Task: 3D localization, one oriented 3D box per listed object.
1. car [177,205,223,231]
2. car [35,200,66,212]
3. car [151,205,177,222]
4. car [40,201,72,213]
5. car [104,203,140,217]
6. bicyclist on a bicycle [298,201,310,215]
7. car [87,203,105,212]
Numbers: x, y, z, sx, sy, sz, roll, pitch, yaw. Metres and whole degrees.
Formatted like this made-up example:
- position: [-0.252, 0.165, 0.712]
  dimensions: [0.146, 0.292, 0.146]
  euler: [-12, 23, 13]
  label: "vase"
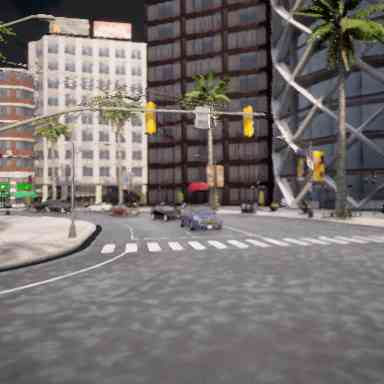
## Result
- position: [0.598, 1.722, 23.823]
  dimensions: [2.097, 1.767, 4.553]
  euler: [0, -1, -15]
  label: "car"
- position: [-24.197, 2.348, 57.348]
  dimensions: [5.566, 2.045, 2.150]
  euler: [-1, -1, 15]
  label: "car"
- position: [-2.416, 2.011, 32.516]
  dimensions: [1.882, 1.535, 5.008]
  euler: [0, -1, -29]
  label: "car"
- position: [-20.976, 2.529, 52.613]
  dimensions: [4.892, 1.490, 1.837]
  euler: [0, -1, 20]
  label: "car"
- position: [-8.347, 2.242, 40.649]
  dimensions: [4.674, 1.442, 1.812]
  euler: [-1, -1, 44]
  label: "car"
- position: [12.200, 1.752, 36.255]
  dimensions: [1.656, 1.620, 0.582]
  euler: [0, -1, -23]
  label: "bicyclist on a bicycle"
- position: [-14.780, 2.506, 53.763]
  dimensions: [4.674, 1.442, 1.812]
  euler: [-1, -1, 26]
  label: "car"
